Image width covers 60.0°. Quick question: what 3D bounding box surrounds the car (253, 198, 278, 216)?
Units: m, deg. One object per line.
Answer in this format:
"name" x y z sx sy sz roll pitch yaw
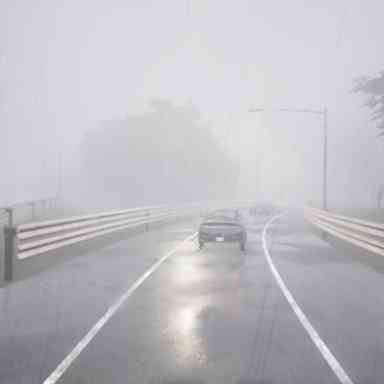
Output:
"car" 6.996 1.587 32.742 1.994 1.385 4.181 0 0 23

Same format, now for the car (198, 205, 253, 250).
"car" 1.460 1.498 14.485 2.128 1.511 4.902 0 0 11

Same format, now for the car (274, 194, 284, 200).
"car" 23.524 1.335 90.291 2.097 1.767 4.553 0 0 4
